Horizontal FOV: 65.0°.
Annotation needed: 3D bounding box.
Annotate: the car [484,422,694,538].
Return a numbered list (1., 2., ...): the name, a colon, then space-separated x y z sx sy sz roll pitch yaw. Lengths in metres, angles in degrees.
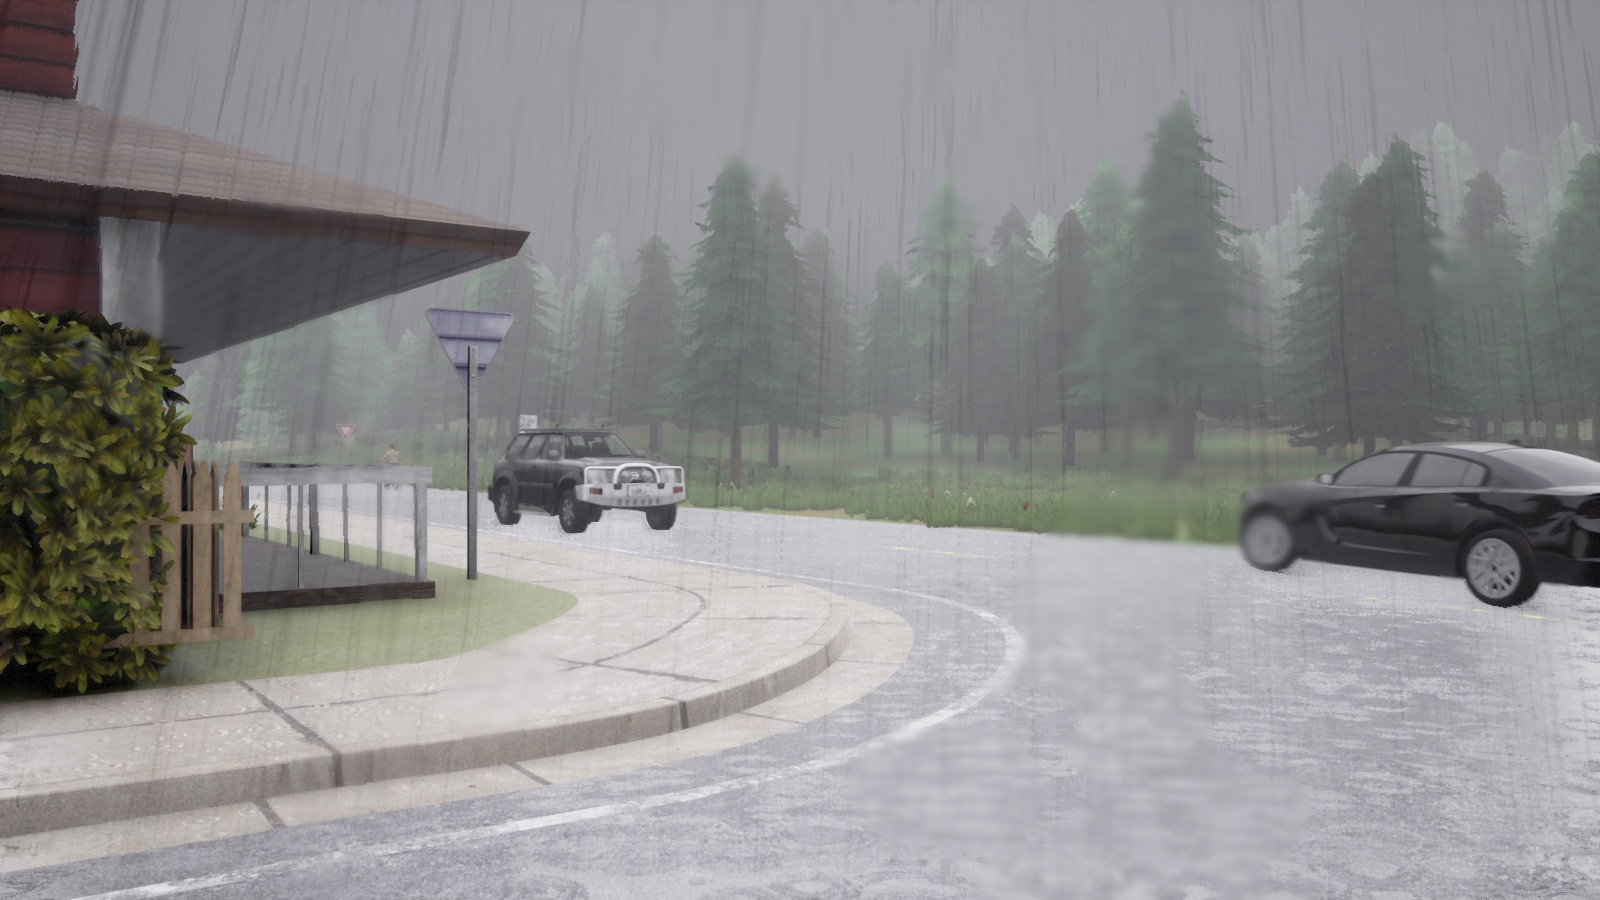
1. car: -3.880 0.484 22.437 1.932 1.855 4.605 0 0 -35

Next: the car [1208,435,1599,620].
1. car: 6.669 0.624 13.112 1.882 1.535 5.008 0 0 -20
